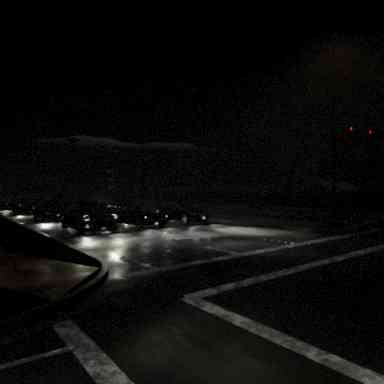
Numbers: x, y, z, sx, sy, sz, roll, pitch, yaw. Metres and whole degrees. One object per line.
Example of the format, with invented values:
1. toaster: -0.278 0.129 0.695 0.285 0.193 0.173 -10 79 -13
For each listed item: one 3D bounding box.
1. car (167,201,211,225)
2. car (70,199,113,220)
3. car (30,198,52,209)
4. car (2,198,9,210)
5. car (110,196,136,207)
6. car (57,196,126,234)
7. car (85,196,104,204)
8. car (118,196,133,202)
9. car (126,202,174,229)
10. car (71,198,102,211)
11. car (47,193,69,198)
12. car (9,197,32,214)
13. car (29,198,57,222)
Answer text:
1. car: -0.668 1.428 23.781 2.128 1.511 4.902 0 0 -36
2. car: -8.848 1.445 29.036 2.128 1.511 4.902 0 0 -36
3. car: -20.647 1.518 45.354 1.994 1.385 4.181 0 0 -35
4. car: -23.297 1.449 43.033 1.882 1.535 5.008 0 0 -35
5. car: -10.824 1.390 51.654 2.128 1.511 4.902 0 0 -36
6. car: -5.892 1.322 19.066 2.097 1.767 4.553 0 0 -36
7. car: -18.181 1.499 61.692 1.895 1.301 4.718 0 0 -36
8. car: -6.804 1.428 32.172 2.128 1.511 4.902 0 0 -36
9. car: -3.383 1.554 21.562 1.895 1.301 4.718 0 0 -36
10. car: -13.028 1.485 40.717 2.033 1.411 5.357 0 0 -36
11. car: -14.758 1.176 37.147 2.150 2.045 5.566 0 0 -36
12. car: -17.195 1.323 34.545 2.097 1.767 4.553 0 0 -36
13. car: -11.289 1.475 26.446 1.837 1.490 4.892 0 0 -36
